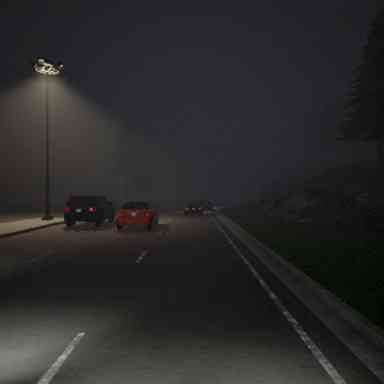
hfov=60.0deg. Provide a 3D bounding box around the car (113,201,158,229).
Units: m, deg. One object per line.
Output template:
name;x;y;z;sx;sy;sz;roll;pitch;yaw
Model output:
car;-3.399;1.352;21.525;2.097;1.767;4.553;0;0;0

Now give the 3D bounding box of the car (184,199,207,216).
car;0.227;1.547;32.751;2.033;1.411;5.357;0;0;2

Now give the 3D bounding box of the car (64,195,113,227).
car;-6.899;1.222;22.924;2.150;2.045;5.566;0;0;0

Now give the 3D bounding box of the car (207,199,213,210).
car;1.513;1.564;42.868;1.994;1.385;4.181;0;0;12
